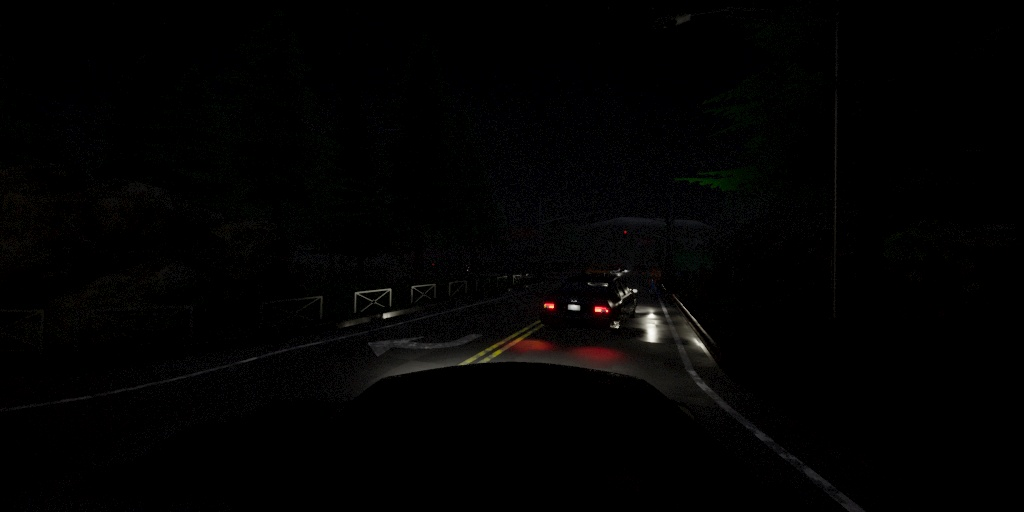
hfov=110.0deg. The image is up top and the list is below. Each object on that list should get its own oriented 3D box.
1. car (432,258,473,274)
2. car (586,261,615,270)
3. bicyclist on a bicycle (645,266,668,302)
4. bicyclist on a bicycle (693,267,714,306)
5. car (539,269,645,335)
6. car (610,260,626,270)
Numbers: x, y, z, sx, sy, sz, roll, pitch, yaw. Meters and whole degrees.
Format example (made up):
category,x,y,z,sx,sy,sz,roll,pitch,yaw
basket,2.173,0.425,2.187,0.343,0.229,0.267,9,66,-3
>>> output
category,x,y,z,sx,sy,sz,roll,pitch,yaw
car,-7.496,1.292,45.949,5.566,2.045,2.150,1,-1,20
car,7.904,1.505,32.615,1.882,1.535,5.008,2,0,20
bicyclist on a bicycle,6.661,1.290,16.505,1.656,1.620,0.582,1,-1,-31
bicyclist on a bicycle,8.086,1.303,15.102,1.656,1.620,0.582,1,0,-34
car,2.446,1.250,10.358,2.033,1.411,5.357,1,-1,25
car,17.195,1.690,59.776,2.150,2.045,5.566,1,-1,21
